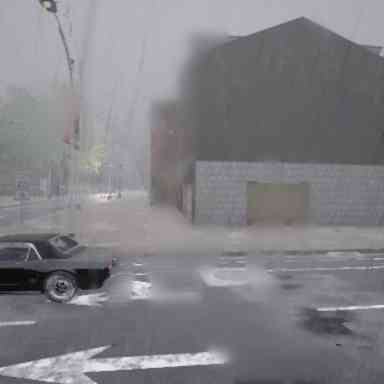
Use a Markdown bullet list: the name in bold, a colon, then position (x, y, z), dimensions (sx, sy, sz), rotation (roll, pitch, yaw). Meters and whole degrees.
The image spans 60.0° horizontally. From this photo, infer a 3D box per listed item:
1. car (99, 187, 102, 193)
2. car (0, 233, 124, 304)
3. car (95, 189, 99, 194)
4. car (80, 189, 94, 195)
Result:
- **car**: position (-25.645, -0.176, 87.557), dimensions (1.947, 1.339, 4.313), rotation (2, 1, -7)
- **car**: position (-4.051, 1.622, 7.542), dimensions (4.718, 1.301, 1.895), rotation (0, 0, -3)
- **car**: position (-24.955, -0.094, 82.152), dimensions (2.008, 1.369, 4.403), rotation (2, 1, -7)
- **car**: position (-24.079, 0.036, 75.071), dimensions (2.008, 1.369, 4.403), rotation (2, 1, -7)
